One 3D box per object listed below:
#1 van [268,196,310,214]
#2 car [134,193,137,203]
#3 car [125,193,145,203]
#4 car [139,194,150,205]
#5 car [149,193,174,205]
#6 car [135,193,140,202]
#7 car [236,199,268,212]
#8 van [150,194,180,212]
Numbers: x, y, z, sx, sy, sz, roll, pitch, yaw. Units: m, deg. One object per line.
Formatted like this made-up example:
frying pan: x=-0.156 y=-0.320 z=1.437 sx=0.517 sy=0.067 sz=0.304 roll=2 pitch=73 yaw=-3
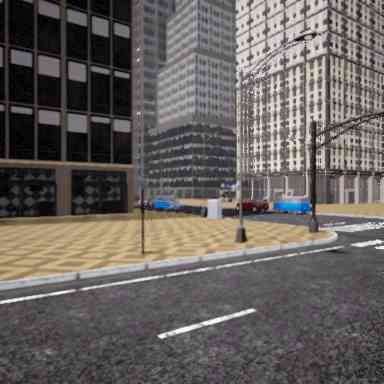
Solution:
van: x=10.262 y=1.353 z=34.657 sx=1.690 sy=1.788 sz=3.998 roll=0 pitch=0 yaw=-34
car: x=-12.372 y=1.356 z=63.207 sx=1.837 sy=1.490 sz=4.892 roll=0 pitch=0 yaw=-34
car: x=-11.505 y=1.147 z=66.741 sx=2.192 sy=1.841 sz=5.009 roll=0 pitch=0 yaw=-34
car: x=-6.465 y=1.426 z=54.519 sx=1.812 sy=1.442 sz=4.674 roll=0 pitch=0 yaw=-33
car: x=-5.312 y=1.199 z=57.555 sx=2.192 sy=1.841 sz=5.009 roll=0 pitch=0 yaw=-34
car: x=-8.409 y=1.403 z=62.148 sx=1.887 sy=1.381 sz=4.507 roll=0 pitch=0 yaw=-34
car: x=7.091 y=1.532 z=39.199 sx=1.887 sy=1.381 sz=4.507 roll=0 pitch=0 yaw=-34
van: x=-2.971 y=1.325 z=39.091 sx=1.690 sy=1.788 sz=3.998 roll=0 pitch=0 yaw=-34
